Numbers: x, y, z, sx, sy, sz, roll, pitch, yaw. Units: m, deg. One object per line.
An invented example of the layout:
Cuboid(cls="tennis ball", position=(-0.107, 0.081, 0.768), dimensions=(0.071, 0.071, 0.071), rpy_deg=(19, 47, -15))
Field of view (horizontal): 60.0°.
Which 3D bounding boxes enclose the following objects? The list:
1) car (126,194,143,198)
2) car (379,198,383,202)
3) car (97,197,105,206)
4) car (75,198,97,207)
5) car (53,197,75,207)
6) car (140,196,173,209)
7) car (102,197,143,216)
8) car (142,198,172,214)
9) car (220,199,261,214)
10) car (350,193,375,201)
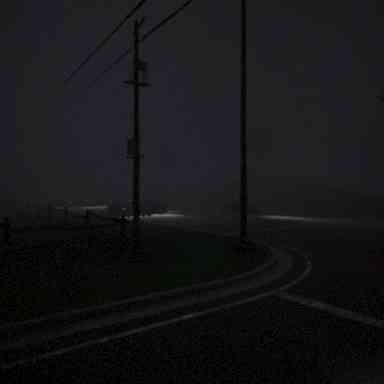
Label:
Cuboid(cls="car", position=(-9.060, 1.289, 54.257), dimensions=(2.150, 2.045, 5.566), rpy_deg=(0, 0, -35))
Cuboid(cls="car", position=(42.645, 1.485, 71.435), dimensions=(1.882, 1.535, 5.008), rpy_deg=(0, 0, -17))
Cuboid(cls="car", position=(-15.294, 1.627, 57.063), dimensions=(1.837, 1.490, 4.892), rpy_deg=(0, 0, -36))
Cuboid(cls="car", position=(-17.726, 1.671, 54.435), dimensions=(1.895, 1.301, 4.718), rpy_deg=(0, 0, -35))
Cuboid(cls="car", position=(-20.399, 1.577, 52.151), dimensions=(1.837, 1.490, 4.892), rpy_deg=(0, -1, -35))
Cuboid(cls="car", position=(-4.467, 1.597, 41.719), dimensions=(2.033, 1.411, 5.357), rpy_deg=(0, 0, -35))
Cuboid(cls="car", position=(-7.007, 1.567, 33.227), dimensions=(1.812, 1.442, 4.674), rpy_deg=(0, 0, -35))
Cuboid(cls="car", position=(-4.388, 1.606, 35.583), dimensions=(1.994, 1.385, 4.181), rpy_deg=(0, 0, -35))
Cuboid(cls="car", position=(4.965, 1.529, 34.524), dimensions=(2.128, 1.511, 4.902), rpy_deg=(0, 0, -35))
Cuboid(cls="car", position=(38.127, 1.291, 74.317), dimensions=(2.150, 2.045, 5.566), rpy_deg=(0, 0, -21))
